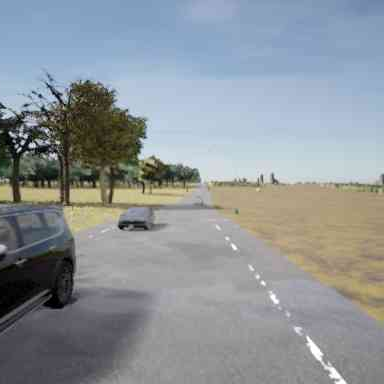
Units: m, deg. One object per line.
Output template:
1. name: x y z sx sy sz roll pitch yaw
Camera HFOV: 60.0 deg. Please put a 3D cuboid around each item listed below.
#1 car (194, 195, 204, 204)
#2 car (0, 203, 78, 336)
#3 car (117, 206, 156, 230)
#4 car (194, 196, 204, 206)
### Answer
1. car: 1.778 1.891 82.272 2.150 2.045 5.566 0 0 2
2. car: -3.556 1.230 5.004 2.150 2.045 5.566 0 0 0
3. car: -3.528 1.662 22.081 2.033 1.411 5.357 0 -1 0
4. car: 1.358 2.175 72.247 1.812 1.442 4.674 0 0 2
